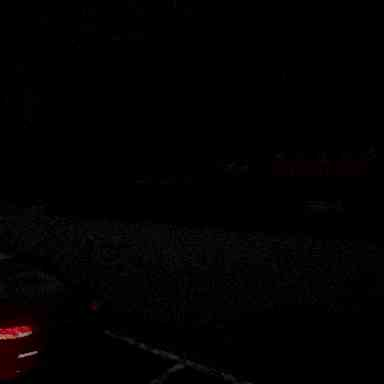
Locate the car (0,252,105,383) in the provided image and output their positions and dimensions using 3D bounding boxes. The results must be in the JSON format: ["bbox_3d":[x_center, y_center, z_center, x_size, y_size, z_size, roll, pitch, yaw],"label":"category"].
[{"bbox_3d":[-3.072,1.581,4.992,4.206,1.307,1.802,0,1,36],"label":"car"}]
